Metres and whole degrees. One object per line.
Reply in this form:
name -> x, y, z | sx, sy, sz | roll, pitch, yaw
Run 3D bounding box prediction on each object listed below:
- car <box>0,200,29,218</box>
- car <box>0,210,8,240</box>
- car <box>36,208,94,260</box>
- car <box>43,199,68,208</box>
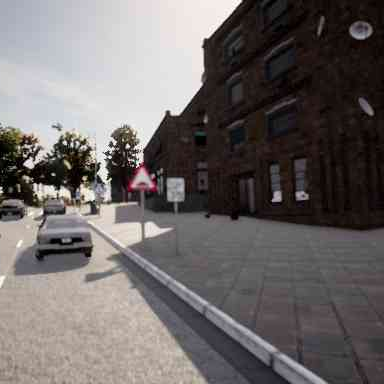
car -> -15.200, 1.421, 28.419 | 1.837, 1.490, 4.892 | 0, 1, -22
car -> -7.889, 1.577, 11.429 | 2.033, 1.411, 5.357 | 0, 0, -23
car -> -4.930, 1.565, 12.778 | 2.033, 1.411, 5.357 | 0, 0, -23
car -> -12.205, 1.395, 29.673 | 2.128, 1.511, 4.902 | 0, 1, -22
